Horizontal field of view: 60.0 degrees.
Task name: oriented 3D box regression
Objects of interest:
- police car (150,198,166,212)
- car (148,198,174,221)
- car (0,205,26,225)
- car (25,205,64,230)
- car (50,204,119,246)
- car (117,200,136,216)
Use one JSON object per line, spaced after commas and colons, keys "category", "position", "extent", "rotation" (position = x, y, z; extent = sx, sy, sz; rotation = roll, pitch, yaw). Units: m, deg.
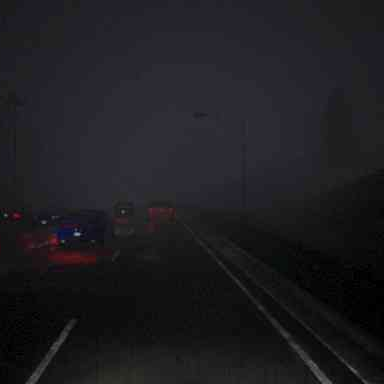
{"category": "police car", "position": [-4.471, 1.593, 43.240], "extent": [1.930, 1.638, 5.238], "rotation": [0, 0, -7]}
{"category": "car", "position": [-2.689, 1.462, 28.285], "extent": [2.097, 1.767, 4.553], "rotation": [0, 0, -6]}
{"category": "car", "position": [-12.907, 1.669, 25.180], "extent": [2.033, 1.411, 5.357], "rotation": [0, 0, -6]}
{"category": "car", "position": [-9.062, 1.627, 22.053], "extent": [1.812, 1.442, 4.674], "rotation": [0, 0, -6]}
{"category": "car", "position": [-4.858, 1.547, 15.774], "extent": [1.882, 1.535, 5.008], "rotation": [0, 0, -6]}
{"category": "car", "position": [-6.896, 1.647, 34.391], "extent": [1.837, 1.490, 4.892], "rotation": [0, 0, -7]}
